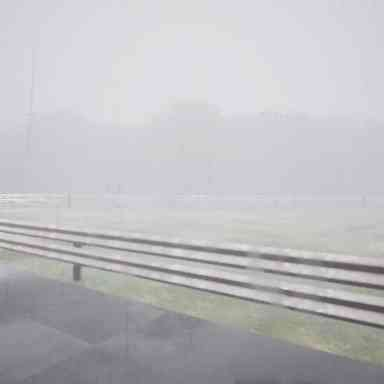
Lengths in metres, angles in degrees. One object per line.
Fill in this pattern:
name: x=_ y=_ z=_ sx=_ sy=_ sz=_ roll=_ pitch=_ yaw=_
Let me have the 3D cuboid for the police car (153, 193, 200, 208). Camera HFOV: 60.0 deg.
police car: x=-1.653 y=0.911 z=36.595 sx=5.238 sy=1.638 sz=1.930 roll=0 pitch=0 yaw=-1
